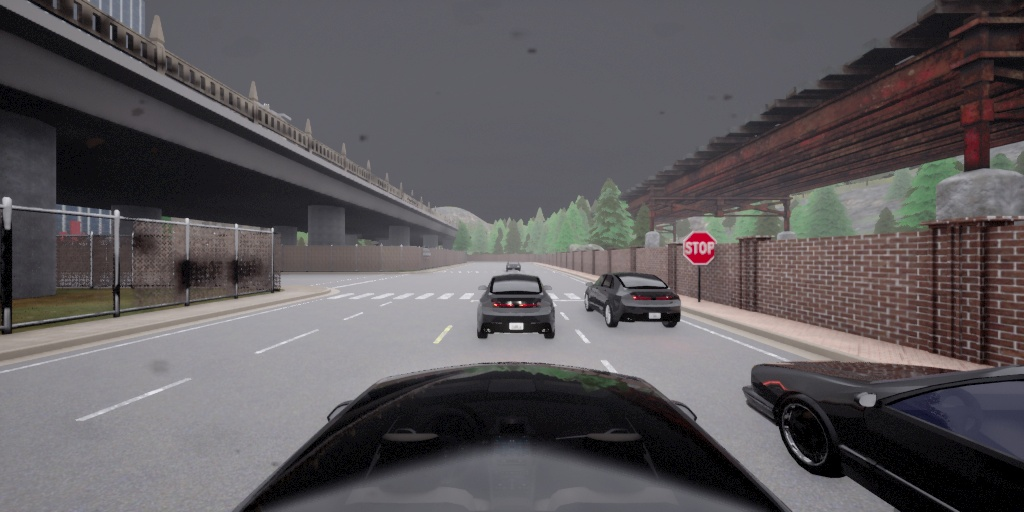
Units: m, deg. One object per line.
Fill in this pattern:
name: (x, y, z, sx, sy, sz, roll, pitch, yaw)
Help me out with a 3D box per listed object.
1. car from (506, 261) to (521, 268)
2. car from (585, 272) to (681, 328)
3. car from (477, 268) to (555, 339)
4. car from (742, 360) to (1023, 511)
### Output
car: (0.164, 1.351, 46.352, 1.895, 1.301, 4.718, 0, 0, -1)
car: (3.596, 1.255, 11.433, 1.837, 1.490, 4.892, 0, 0, 0)
car: (0.095, 1.255, 10.073, 1.837, 1.490, 4.892, 0, 0, 0)
car: (3.600, 1.297, 1.687, 2.033, 1.411, 5.357, 0, 0, 0)
